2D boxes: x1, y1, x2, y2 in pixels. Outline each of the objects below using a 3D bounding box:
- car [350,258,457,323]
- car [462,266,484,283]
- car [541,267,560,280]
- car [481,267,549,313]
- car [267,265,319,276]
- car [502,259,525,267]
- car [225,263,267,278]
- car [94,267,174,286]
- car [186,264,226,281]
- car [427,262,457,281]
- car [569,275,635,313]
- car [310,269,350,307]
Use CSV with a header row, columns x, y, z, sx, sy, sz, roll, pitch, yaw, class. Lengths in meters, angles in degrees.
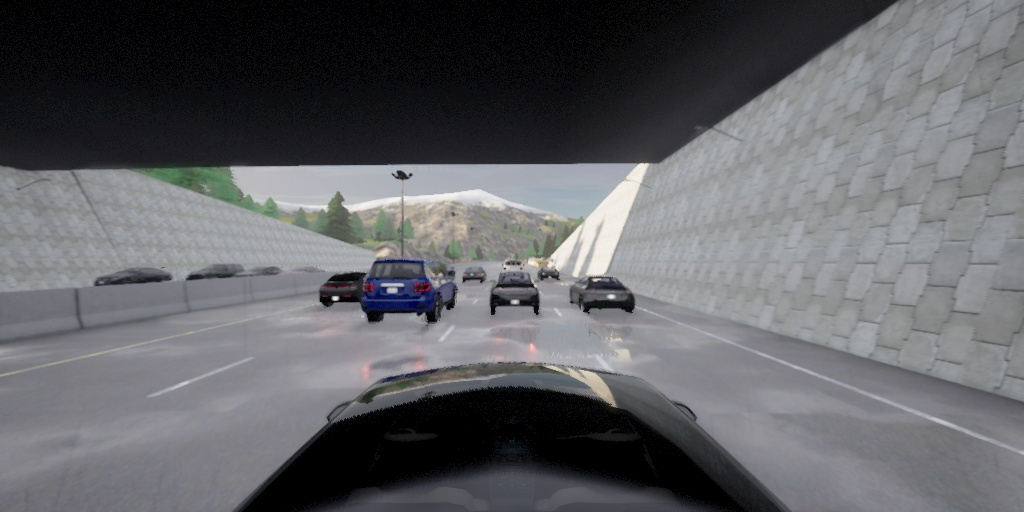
x,y,z,sx,sy,sz,roll,pitch,yaw,class
-3.397,1.101,12.864,2.150,2.045,5.566,0,-1,0,car
-3.379,1.657,32.728,2.033,1.411,5.357,0,-1,0,car
3.625,1.752,36.319,1.895,1.301,4.718,0,-1,0,car
0.105,1.392,14.717,2.128,1.511,4.902,0,-1,0,car
-17.575,1.554,29.924,1.882,1.535,5.008,0,-1,0,car
0.126,1.379,36.843,2.150,2.045,5.566,0,-1,0,car
-21.074,1.584,30.186,1.837,1.490,4.892,0,-1,0,car
-28.078,1.566,26.860,1.812,1.442,4.674,0,-1,0,car
-24.573,1.430,30.100,2.097,1.767,4.553,0,-1,0,car
-6.875,1.497,35.806,2.097,1.767,4.553,0,-1,0,car
3.605,1.468,15.001,1.994,1.385,4.181,0,-1,0,car
-6.894,1.425,16.427,1.837,1.490,4.892,0,-1,0,car
